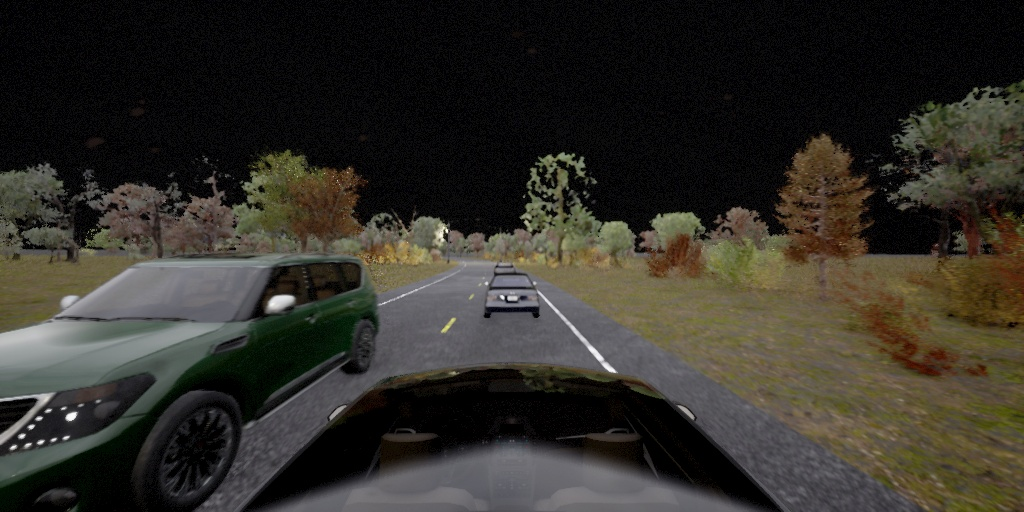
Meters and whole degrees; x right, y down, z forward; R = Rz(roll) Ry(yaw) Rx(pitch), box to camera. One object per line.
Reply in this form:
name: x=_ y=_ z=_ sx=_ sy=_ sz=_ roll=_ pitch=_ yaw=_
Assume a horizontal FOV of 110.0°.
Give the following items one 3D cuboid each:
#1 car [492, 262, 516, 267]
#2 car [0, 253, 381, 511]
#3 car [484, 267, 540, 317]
car: x=-0.680 y=1.226 z=31.472 sx=2.128 sy=1.511 sz=4.902 roll=0 pitch=0 yaw=-3
car: x=-3.545 y=0.976 z=4.603 sx=2.150 sy=2.045 sz=5.566 roll=0 pitch=0 yaw=0
car: x=-0.038 y=1.300 z=13.122 sx=2.033 sy=1.411 sz=5.357 roll=0 pitch=0 yaw=-1
